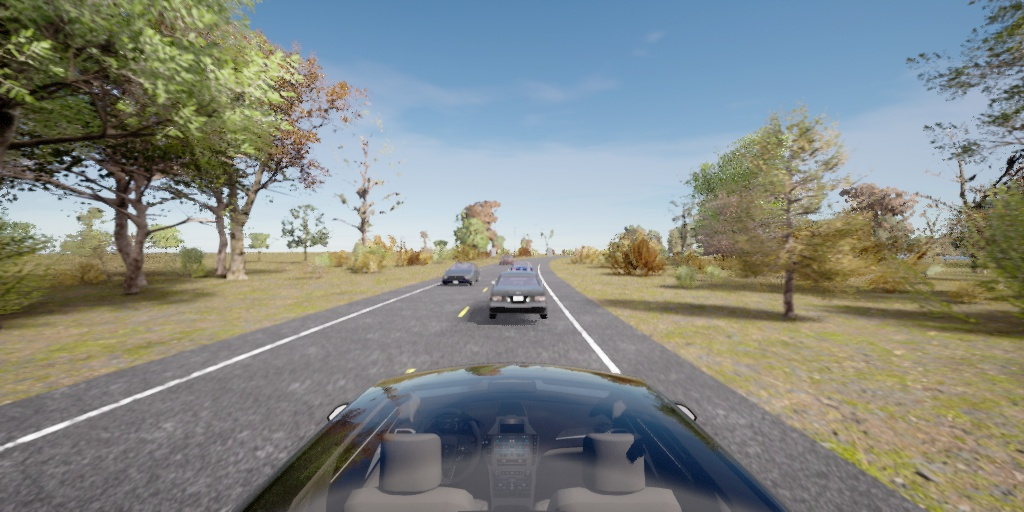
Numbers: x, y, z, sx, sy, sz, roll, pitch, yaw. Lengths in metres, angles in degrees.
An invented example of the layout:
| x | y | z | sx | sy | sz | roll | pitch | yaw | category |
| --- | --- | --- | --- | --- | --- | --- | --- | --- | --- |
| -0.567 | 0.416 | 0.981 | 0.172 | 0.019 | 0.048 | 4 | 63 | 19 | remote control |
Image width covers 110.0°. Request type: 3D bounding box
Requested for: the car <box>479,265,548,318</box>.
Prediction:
| x | y | z | sx | sy | sz | roll | pitch | yaw | category |
| --- | --- | --- | --- | --- | --- | --- | --- | --- | --- |
| 0.222 | 1.213 | 12.515 | 2.033 | 1.411 | 5.357 | 0 | 0 | 1 | car |

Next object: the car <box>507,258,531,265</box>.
| x | y | z | sx | sy | sz | roll | pitch | yaw | category |
| --- | --- | --- | --- | --- | --- | --- | --- | --- | --- |
| 0.875 | 1.110 | 31.472 | 1.895 | 1.301 | 4.718 | 0 | 0 | 3 | car |

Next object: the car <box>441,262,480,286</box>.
| x | y | z | sx | sy | sz | roll | pitch | yaw | category |
| --- | --- | --- | --- | --- | --- | --- | --- | --- | --- |
| -3.176 | 1.123 | 23.491 | 2.033 | 1.411 | 5.357 | 0 | 0 | 2 | car |

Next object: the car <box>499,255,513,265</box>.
| x | y | z | sx | sy | sz | roll | pitch | yaw | category |
| --- | --- | --- | --- | --- | --- | --- | --- | --- | --- |
| -0.867 | 0.626 | 58.662 | 2.097 | 1.767 | 4.553 | 0 | 0 | 6 | car |
